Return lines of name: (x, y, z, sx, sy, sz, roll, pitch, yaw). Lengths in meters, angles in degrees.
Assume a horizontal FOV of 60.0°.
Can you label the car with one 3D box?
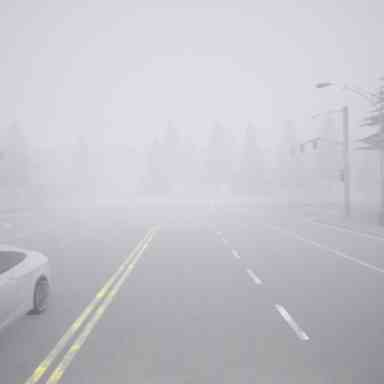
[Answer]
car: (-3.655, 1.564, 4.877, 1.812, 1.442, 4.674, -1, 0, -1)
